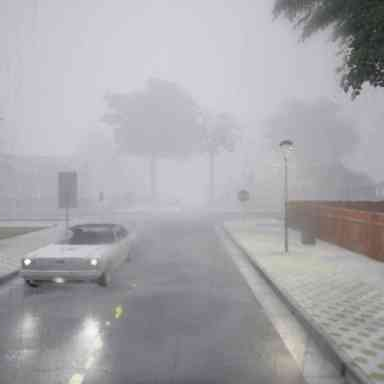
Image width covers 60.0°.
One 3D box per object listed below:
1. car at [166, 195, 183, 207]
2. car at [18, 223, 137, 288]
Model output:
[{"bbox_3d":[-2.786,1.568,50.721,1.994,1.385,4.181,0,1,0],"label":"car"},{"bbox_3d":[-2.840,1.595,9.353,1.895,1.301,4.718,0,0,0],"label":"car"}]
